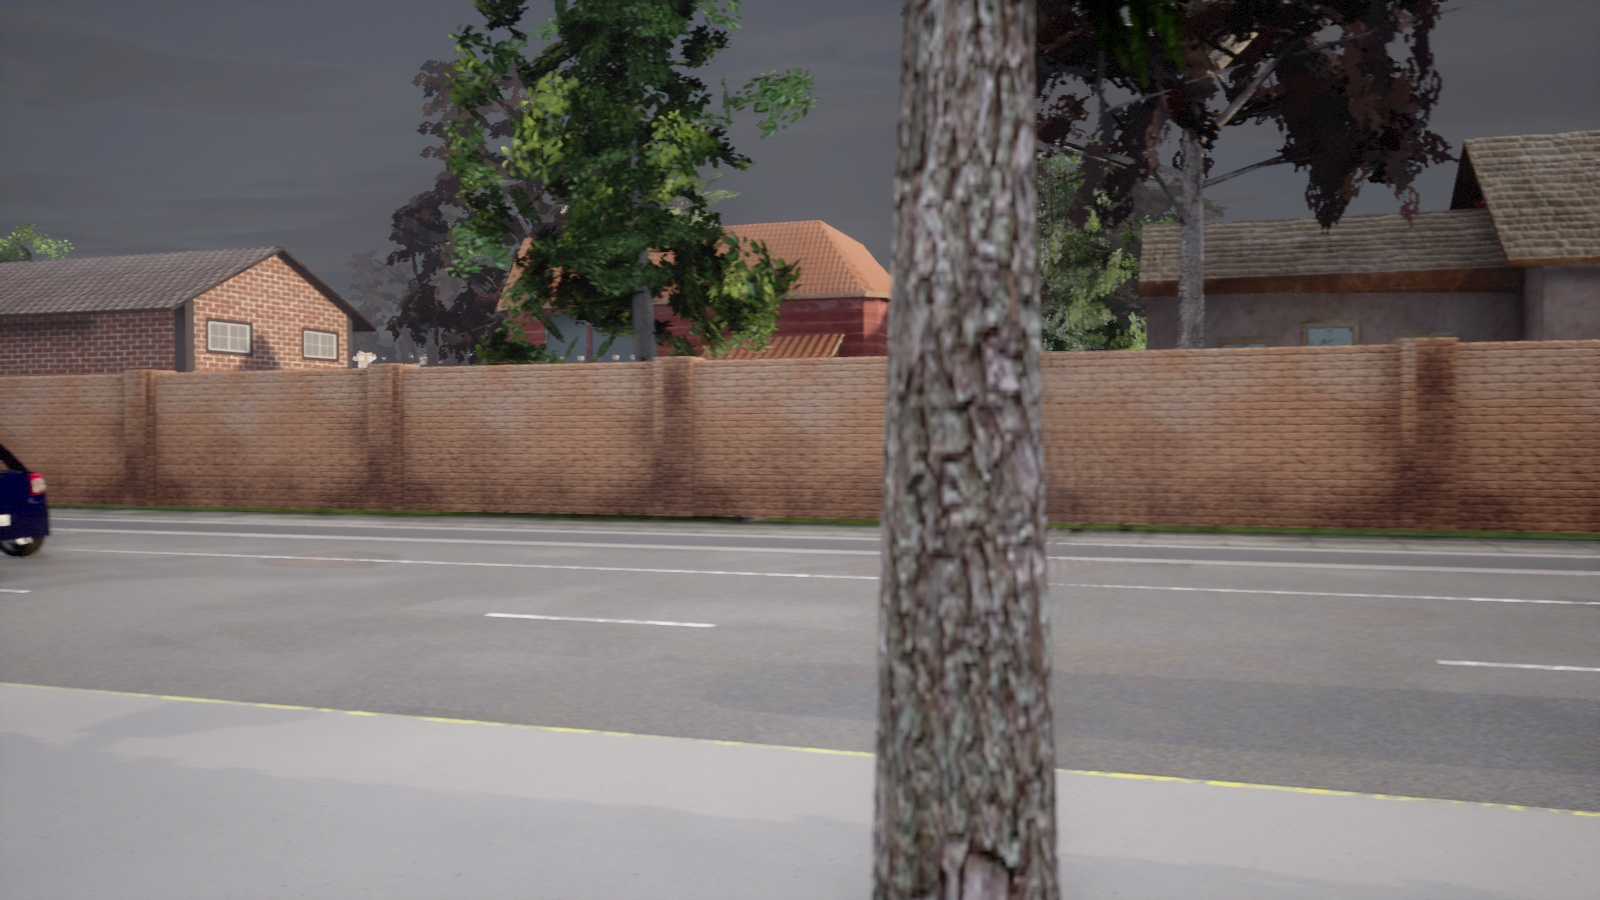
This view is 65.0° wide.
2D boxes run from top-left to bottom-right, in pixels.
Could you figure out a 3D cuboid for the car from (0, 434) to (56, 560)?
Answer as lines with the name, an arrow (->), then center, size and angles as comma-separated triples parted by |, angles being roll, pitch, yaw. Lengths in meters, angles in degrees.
car -> -11.345, 0.550, 15.450 | 3.633, 1.501, 1.845 | 1, 1, 19
